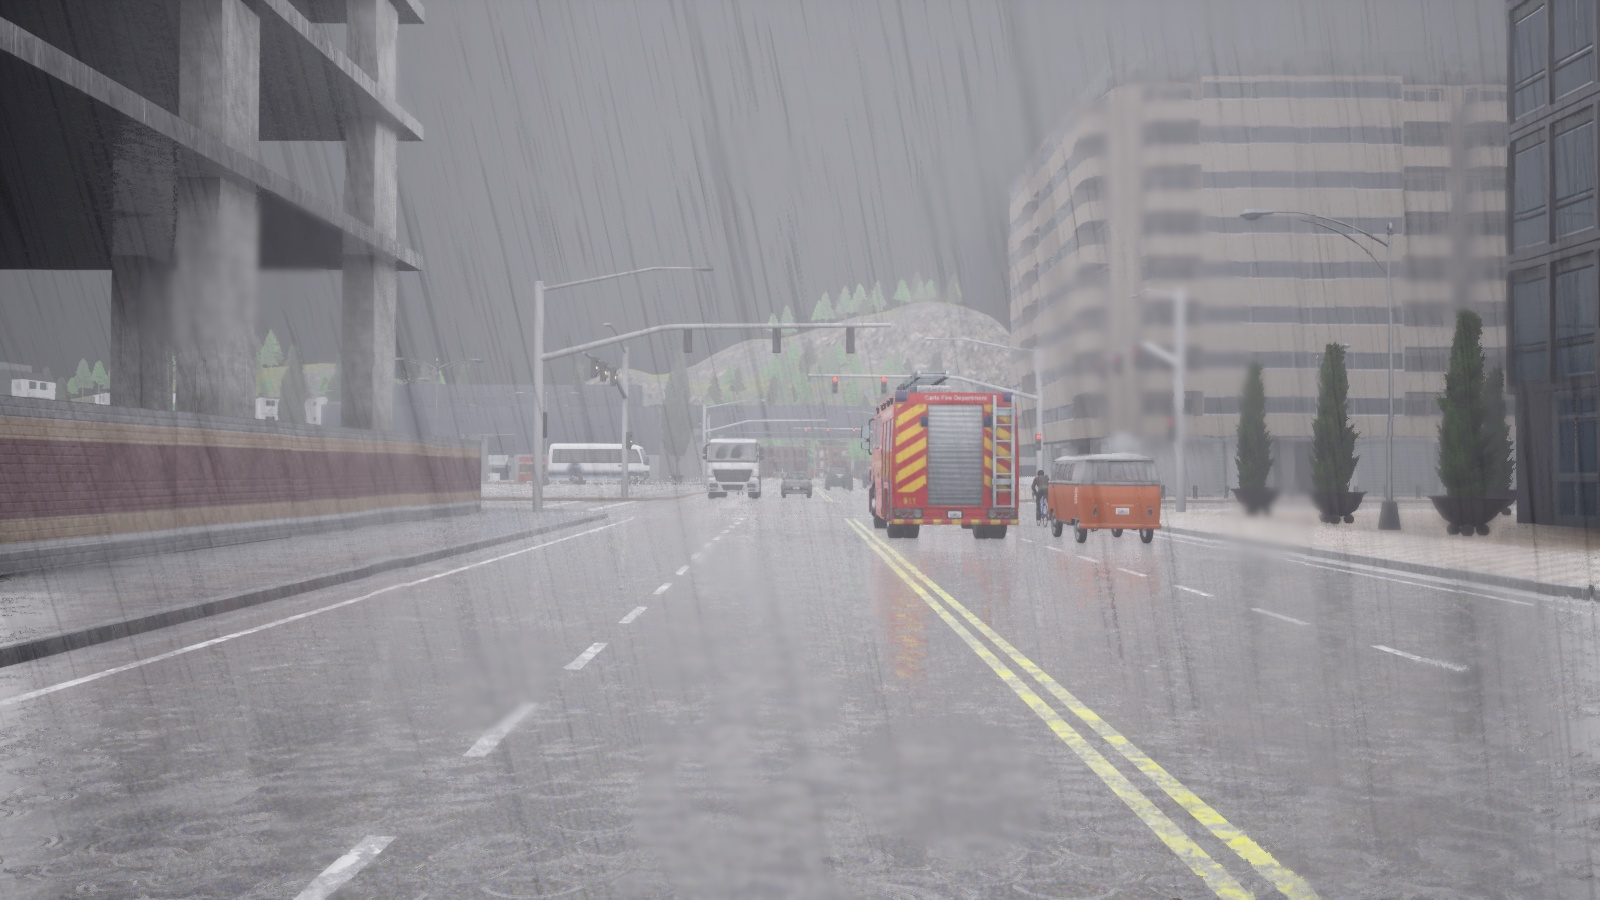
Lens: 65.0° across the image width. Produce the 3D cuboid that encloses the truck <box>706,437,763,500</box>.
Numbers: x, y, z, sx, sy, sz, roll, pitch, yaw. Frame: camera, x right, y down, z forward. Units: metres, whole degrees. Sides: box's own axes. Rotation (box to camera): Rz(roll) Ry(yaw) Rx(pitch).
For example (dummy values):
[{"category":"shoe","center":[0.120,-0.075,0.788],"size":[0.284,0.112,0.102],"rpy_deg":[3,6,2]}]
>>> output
[{"category":"truck","center":[-3.691,1.064,72.659],"size":[2.891,3.462,7.936],"rpy_deg":[0,-1,0]}]

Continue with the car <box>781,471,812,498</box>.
[{"category":"car","center":[-0.190,2.029,73.717],"size":[1.789,1.549,3.705],"rpy_deg":[0,-1,0]}]

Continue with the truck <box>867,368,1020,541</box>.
[{"category":"truck","center":[3.412,0.173,32.061],"size":[2.891,3.827,8.468],"rpy_deg":[0,-1,0]}]

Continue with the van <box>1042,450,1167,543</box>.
[{"category":"van","center":[6.924,1.025,29.000],"size":[1.775,1.987,4.442],"rpy_deg":[0,-1,0]}]
